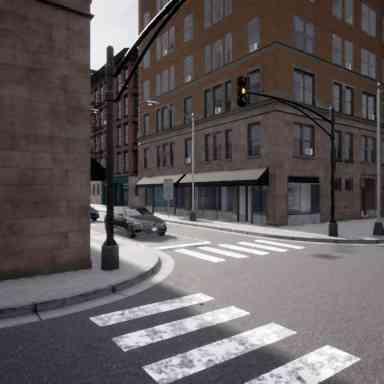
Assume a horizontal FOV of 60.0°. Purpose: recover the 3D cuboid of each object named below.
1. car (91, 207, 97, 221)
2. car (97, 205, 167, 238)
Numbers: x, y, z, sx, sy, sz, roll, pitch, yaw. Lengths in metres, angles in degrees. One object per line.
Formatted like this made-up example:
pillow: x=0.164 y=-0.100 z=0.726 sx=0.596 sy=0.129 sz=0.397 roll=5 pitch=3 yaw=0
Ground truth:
car: x=-8.738 y=1.397 z=25.186 sx=2.033 sy=1.411 sz=5.357 roll=0 pitch=0 yaw=-36
car: x=-3.081 y=1.436 z=17.262 sx=1.812 sy=1.442 sz=4.674 roll=0 pitch=0 yaw=-35
